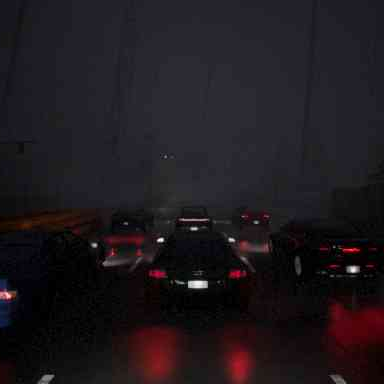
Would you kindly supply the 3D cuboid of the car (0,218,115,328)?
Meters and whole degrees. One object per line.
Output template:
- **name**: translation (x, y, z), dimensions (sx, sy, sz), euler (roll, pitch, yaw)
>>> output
- **car**: translation (-3.399, 1.547, 7.312), dimensions (2.033, 1.411, 5.357), euler (0, 0, 0)

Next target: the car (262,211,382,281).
- **car**: translation (3.600, 1.503, 9.856), dimensions (1.837, 1.490, 4.892), euler (0, -1, 0)

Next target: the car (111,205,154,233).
- **car**: translation (-3.400, 1.478, 19.633), dimensions (1.882, 1.535, 5.008), euler (0, 0, 0)

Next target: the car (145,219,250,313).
- **car**: translation (0.100, 1.564, 7.748), dimensions (1.994, 1.385, 4.181), euler (0, 0, 0)

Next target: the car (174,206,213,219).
- **car**: translation (0.099, 1.492, 17.697), dimensions (2.128, 1.511, 4.902), euler (0, 0, 0)

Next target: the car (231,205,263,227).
- **car**: translation (3.599, 1.526, 20.942), dimensions (1.812, 1.442, 4.674), euler (0, 0, 0)
